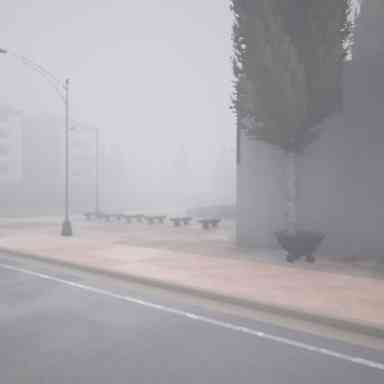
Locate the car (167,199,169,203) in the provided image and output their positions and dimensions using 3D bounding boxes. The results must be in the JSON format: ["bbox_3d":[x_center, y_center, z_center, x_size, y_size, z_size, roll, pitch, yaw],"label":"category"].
[{"bbox_3d":[-1.917,1.409,57.032,4.902,1.511,2.128,0,0,-30],"label":"car"}]

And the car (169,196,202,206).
[{"bbox_3d":[-0.744,1.431,53.678,4.892,1.490,1.837,1,-1,-30],"label":"car"}]
